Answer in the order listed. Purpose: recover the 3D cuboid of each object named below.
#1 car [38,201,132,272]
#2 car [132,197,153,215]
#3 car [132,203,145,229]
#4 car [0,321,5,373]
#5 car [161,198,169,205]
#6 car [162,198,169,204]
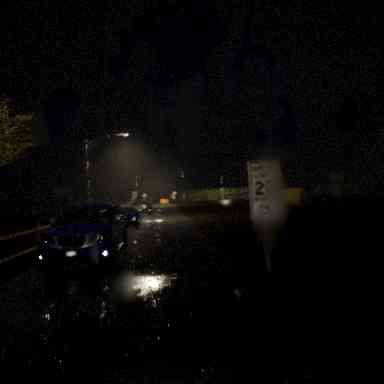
[{"bbox_3d":[-3.685,1.414,12.184,2.150,2.045,5.566,-3,0,-5],"label":"car"},{"bbox_3d":[-5.739,1.611,38.357,2.150,2.045,5.566,-3,0,-5],"label":"car"},{"bbox_3d":[-4.590,1.791,23.416,1.812,1.442,4.674,-3,0,-5],"label":"car"},{"bbox_3d":[-2.895,1.640,1.672,2.128,1.511,4.902,-3,0,-3],"label":"car"},{"bbox_3d":[-6.463,2.264,79.309,1.882,1.535,5.008,-3,-1,-2],"label":"car"},{"bbox_3d":[-7.158,2.334,89.687,1.994,1.385,4.181,-3,-1,-5],"label":"car"}]
